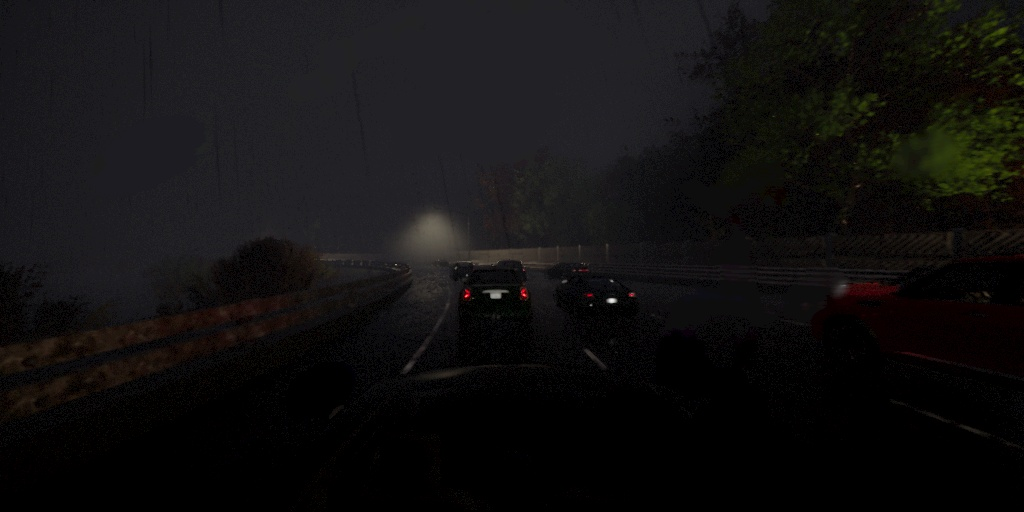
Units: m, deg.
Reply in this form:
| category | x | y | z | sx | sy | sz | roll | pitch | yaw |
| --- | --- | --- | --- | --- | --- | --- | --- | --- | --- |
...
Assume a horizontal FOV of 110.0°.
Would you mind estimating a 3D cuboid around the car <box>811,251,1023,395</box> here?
| category | x | y | z | sx | sy | sz | roll | pitch | yaw |
| --- | --- | --- | --- | --- | --- | --- | --- | --- | --- |
| car | 6.912 | 0.946 | 4.502 | 2.150 | 2.045 | 5.566 | 0 | 0 | -2 |

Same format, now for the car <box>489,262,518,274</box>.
| category | x | y | z | sx | sy | sz | roll | pitch | yaw |
| --- | --- | --- | --- | --- | --- | --- | --- | --- | --- |
| car | -1.101 | 1.393 | 42.901 | 1.895 | 1.301 | 4.718 | 0 | 0 | -22 |

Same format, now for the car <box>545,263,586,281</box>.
| category | x | y | z | sx | sy | sz | roll | pitch | yaw |
| --- | --- | --- | --- | --- | --- | --- | --- | --- | --- |
| car | 4.205 | 1.249 | 27.830 | 2.128 | 1.511 | 4.902 | 0 | 0 | -19 |

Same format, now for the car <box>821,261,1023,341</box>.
| category | x | y | z | sx | sy | sz | roll | pitch | yaw |
| --- | --- | --- | --- | --- | --- | --- | --- | --- | --- |
| car | 11.970 | 1.056 | 10.032 | 2.097 | 1.767 | 4.553 | 0 | 0 | -27 |

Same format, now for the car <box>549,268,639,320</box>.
| category | x | y | z | sx | sy | sz | roll | pitch | yaw |
| --- | --- | --- | --- | --- | --- | --- | --- | --- | --- |
| car | 2.809 | 1.313 | 12.739 | 1.994 | 1.385 | 4.181 | 0 | 0 | -5 |

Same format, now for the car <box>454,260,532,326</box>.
| category | x | y | z | sx | sy | sz | roll | pitch | yaw |
| --- | --- | --- | --- | --- | --- | --- | --- | --- | --- |
| car | -0.627 | 1.114 | 11.951 | 2.097 | 1.767 | 4.553 | 0 | 0 | -5 |

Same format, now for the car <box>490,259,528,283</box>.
| category | x | y | z | sx | sy | sz | roll | pitch | yaw |
| --- | --- | --- | --- | --- | --- | --- | --- | --- | --- |
| car | -0.359 | 1.129 | 29.571 | 2.097 | 1.767 | 4.553 | 0 | 0 | -15 |

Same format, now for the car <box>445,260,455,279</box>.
| category | x | y | z | sx | sy | sz | roll | pitch | yaw |
| --- | --- | --- | --- | --- | --- | --- | --- | --- | --- |
| car | -4.149 | 1.284 | 30.258 | 2.128 | 1.511 | 4.902 | 0 | 0 | -15 |
